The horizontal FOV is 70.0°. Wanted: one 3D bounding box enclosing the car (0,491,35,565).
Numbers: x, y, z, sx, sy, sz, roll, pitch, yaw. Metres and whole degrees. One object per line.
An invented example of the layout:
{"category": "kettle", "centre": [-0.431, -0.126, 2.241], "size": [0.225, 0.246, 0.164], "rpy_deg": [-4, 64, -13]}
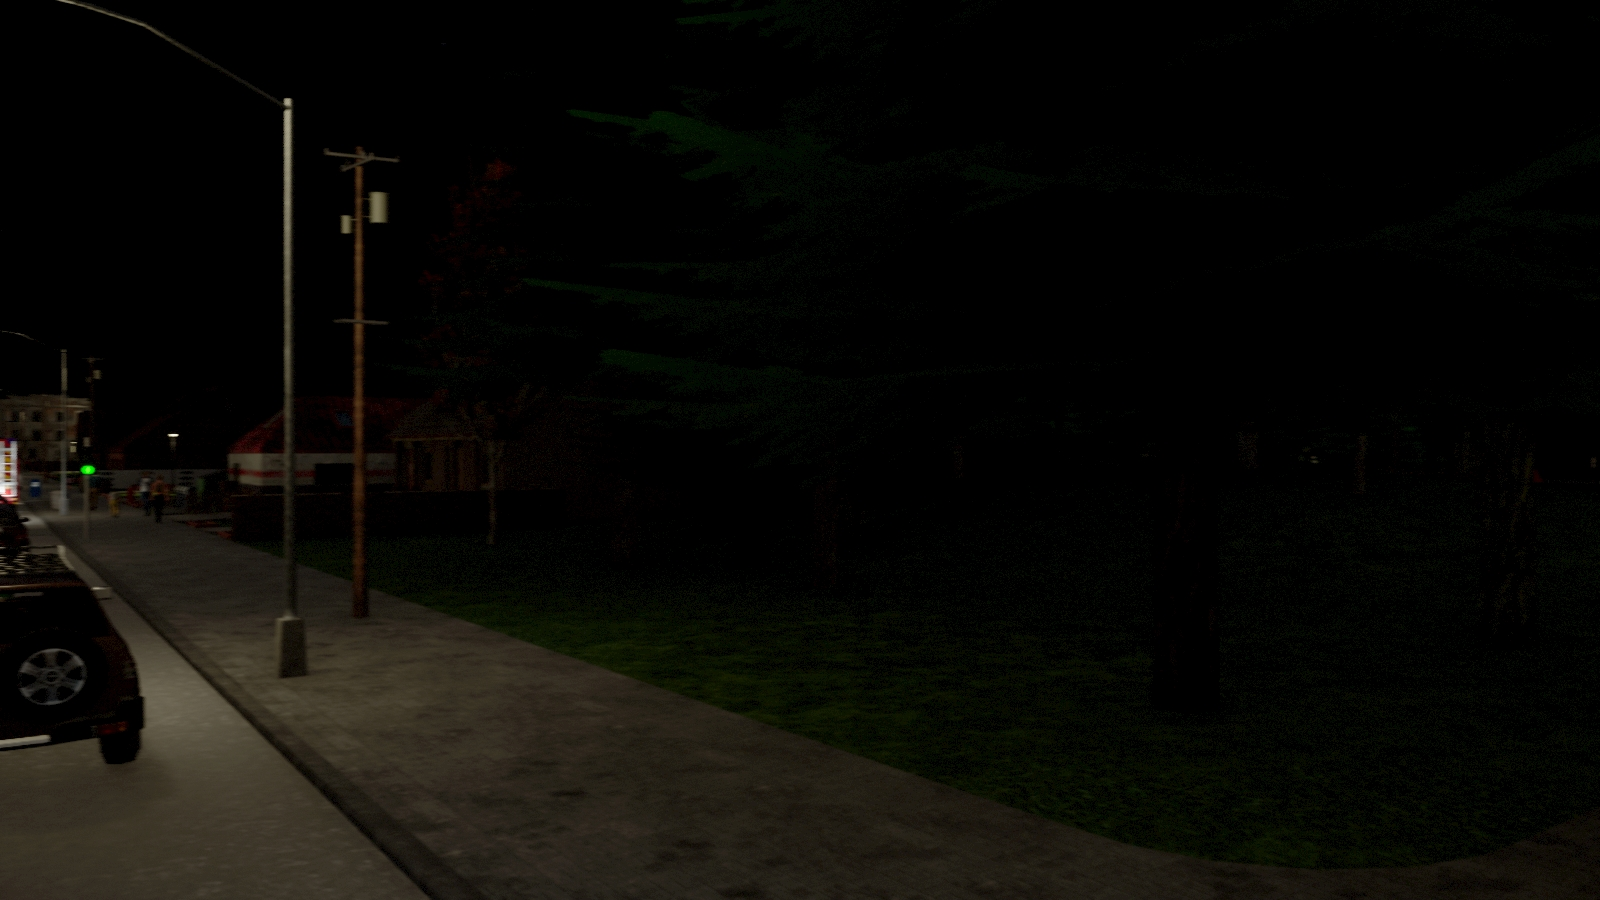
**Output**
{"category": "car", "centre": [-19.378, 1.826, 27.196], "size": [1.789, 1.549, 3.705], "rpy_deg": [0, 0, -36]}

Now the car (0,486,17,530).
{"category": "car", "centre": [-27.951, 1.965, 39.010], "size": [1.895, 1.301, 4.718], "rpy_deg": [0, 0, -36]}

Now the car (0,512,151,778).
{"category": "car", "centre": [-7.573, 1.652, 10.885], "size": [1.932, 1.855, 4.605], "rpy_deg": [0, 0, -36]}

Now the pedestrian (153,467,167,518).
{"category": "pedestrian", "centre": [-23.544, 1.550, 42.022], "size": [0.375, 1.860, 0.375], "rpy_deg": [0, 0, -38]}
